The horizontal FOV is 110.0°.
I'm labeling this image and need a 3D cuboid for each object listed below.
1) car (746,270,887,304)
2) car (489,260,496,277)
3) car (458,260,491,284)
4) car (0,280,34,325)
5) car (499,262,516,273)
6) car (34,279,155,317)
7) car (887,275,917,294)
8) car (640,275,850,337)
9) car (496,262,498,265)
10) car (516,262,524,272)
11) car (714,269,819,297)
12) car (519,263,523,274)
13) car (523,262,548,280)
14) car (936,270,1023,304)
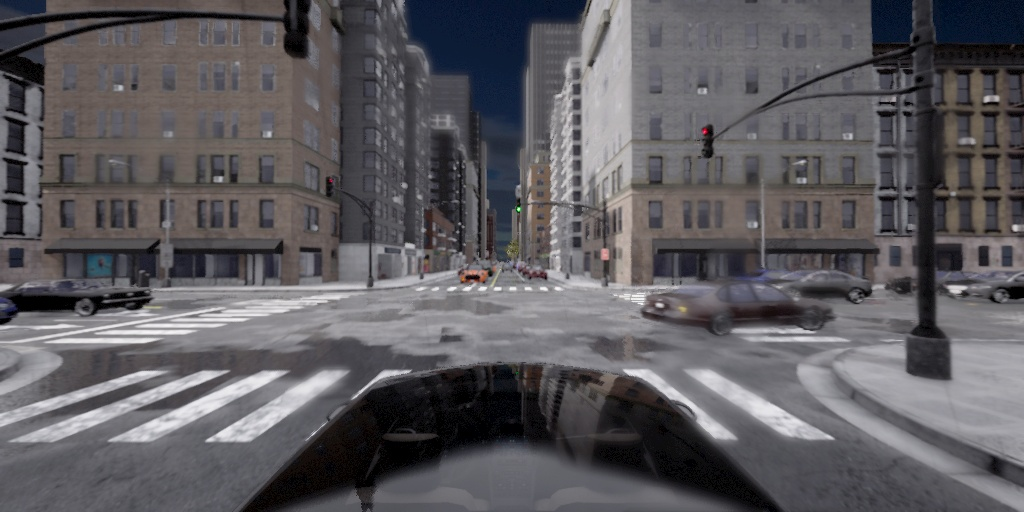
[{"bbox_3d":[14.173,1.428,17.069,4.902,1.511,2.128,0,-1,0],"label":"car"},{"bbox_3d":[-3.529,1.560,45.134,2.150,2.045,5.566,0,-1,-1],"label":"car"},{"bbox_3d":[-3.275,1.505,31.784,2.097,1.767,4.553,0,-1,0],"label":"car"},{"bbox_3d":[-17.287,1.394,10.184,4.674,1.442,1.812,0,-1,-2],"label":"car"},{"bbox_3d":[-0.831,2.126,61.842,2.033,1.411,5.357,0,-1,-1],"label":"car"},{"bbox_3d":[-16.506,1.514,13.439,4.718,1.301,1.895,0,-1,0],"label":"car"},{"bbox_3d":[24.661,1.529,20.374,5.357,1.411,2.033,0,-1,0],"label":"car"},{"bbox_3d":[6.478,1.394,10.354,5.357,1.411,2.033,0,-1,-13],"label":"car"},{"bbox_3d":[-3.813,1.894,59.583,2.097,1.767,4.553,0,-1,-1],"label":"car"},{"bbox_3d":[2.069,2.132,59.998,1.802,1.307,4.207,0,0,-1],"label":"car"},{"bbox_3d":[14.305,1.508,20.317,4.674,1.442,1.812,0,-1,0],"label":"car"},{"bbox_3d":[2.318,1.970,48.697,1.802,1.307,4.207,0,0,-1],"label":"car"},{"bbox_3d":[2.567,1.671,37.391,1.967,1.591,4.097,0,0,-1],"label":"car"},{"bbox_3d":[23.609,1.425,17.119,4.902,1.511,2.128,0,-1,0],"label":"car"}]
